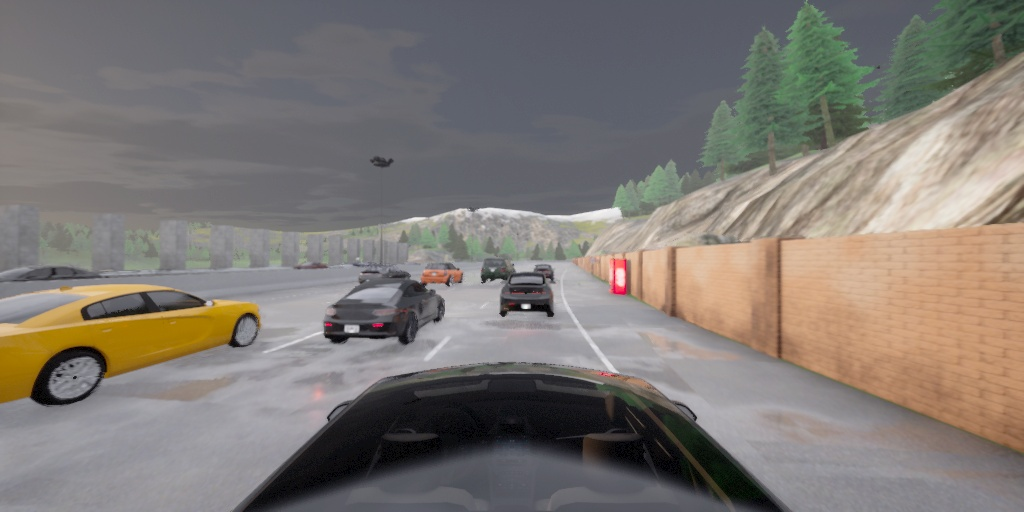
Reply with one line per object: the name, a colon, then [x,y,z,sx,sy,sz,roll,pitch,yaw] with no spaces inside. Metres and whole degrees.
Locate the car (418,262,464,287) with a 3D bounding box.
car: [-5.024,1.283,26.448,2.097,1.767,4.553,0,-1,7]

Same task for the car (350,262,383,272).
car: [-22.146,1.635,54.833,2.033,1.411,5.357,0,0,10]

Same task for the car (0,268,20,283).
car: [-10.308,1.076,4.419,2.097,1.767,4.553,0,-1,1]

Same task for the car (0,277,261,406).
car: [-6.783,1.234,6.285,1.882,1.535,5.008,0,0,1]

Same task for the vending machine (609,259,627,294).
vending machine: [6.187,1.134,20.915,1.100,2.100,0.880,0,0,7]

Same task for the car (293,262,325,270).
car: [-26.883,1.485,47.837,1.882,1.535,5.008,0,0,9]

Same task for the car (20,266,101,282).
car: [-23.828,1.279,17.906,1.837,1.490,4.892,0,-1,5]

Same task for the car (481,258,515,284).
car: [-1.087,1.201,29.792,2.150,2.045,5.566,0,0,8]

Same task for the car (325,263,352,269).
car: [-17.643,1.502,38.918,1.812,1.442,4.674,0,0,9]

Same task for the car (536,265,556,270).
car: [2.959,1.533,33.407,1.837,1.490,4.892,0,0,8]

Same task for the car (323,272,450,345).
car: [-3.149,1.326,9.593,1.812,1.442,4.674,0,0,3]

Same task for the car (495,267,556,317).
car: [0.620,1.360,13.848,1.837,1.490,4.892,0,0,4]

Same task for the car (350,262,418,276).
car: [-8.751,1.395,24.995,2.128,1.511,4.902,0,0,7]
